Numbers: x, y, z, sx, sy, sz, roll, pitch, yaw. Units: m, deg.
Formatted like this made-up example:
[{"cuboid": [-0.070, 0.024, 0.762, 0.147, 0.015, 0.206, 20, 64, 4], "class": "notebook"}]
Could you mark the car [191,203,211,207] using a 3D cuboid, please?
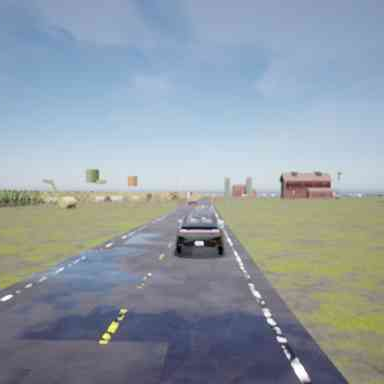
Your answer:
[{"cuboid": [1.018, 1.871, 29.001, 1.895, 1.301, 4.718, 0, 0, 3], "class": "car"}]

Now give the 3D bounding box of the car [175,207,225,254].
[{"cuboid": [0.371, 1.627, 14.204, 2.128, 1.511, 4.902, 0, 0, 3], "class": "car"}]

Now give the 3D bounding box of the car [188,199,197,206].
[{"cuboid": [0.100, 2.230, 70.895, 1.895, 1.301, 4.718, 0, -1, 3], "class": "car"}]
